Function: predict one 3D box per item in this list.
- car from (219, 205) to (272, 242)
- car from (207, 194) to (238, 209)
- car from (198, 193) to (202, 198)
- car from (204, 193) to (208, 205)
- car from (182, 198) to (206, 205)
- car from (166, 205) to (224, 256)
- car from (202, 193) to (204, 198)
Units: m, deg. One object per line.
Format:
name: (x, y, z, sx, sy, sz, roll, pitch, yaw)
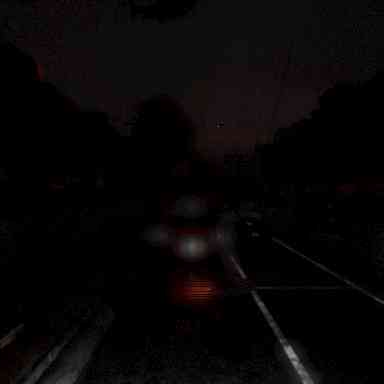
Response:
car: (2.644, 1.538, 16.070, 2.008, 1.369, 4.403, 1, 0, 0)
car: (2.645, 1.285, 27.152, 2.192, 1.841, 5.009, 1, 0, 0)
car: (2.639, 1.227, 60.398, 2.192, 1.841, 5.009, 1, 0, 0)
car: (2.980, 1.296, 42.267, 2.097, 1.767, 4.553, 0, 0, 0)
car: (0.045, 1.492, 28.733, 1.812, 1.442, 4.674, 0, 0, 1)
car: (0.040, 1.496, 13.044, 1.837, 1.490, 4.892, 0, 0, 1)
car: (2.979, 1.284, 49.267, 2.097, 1.767, 4.553, 0, 0, 0)
